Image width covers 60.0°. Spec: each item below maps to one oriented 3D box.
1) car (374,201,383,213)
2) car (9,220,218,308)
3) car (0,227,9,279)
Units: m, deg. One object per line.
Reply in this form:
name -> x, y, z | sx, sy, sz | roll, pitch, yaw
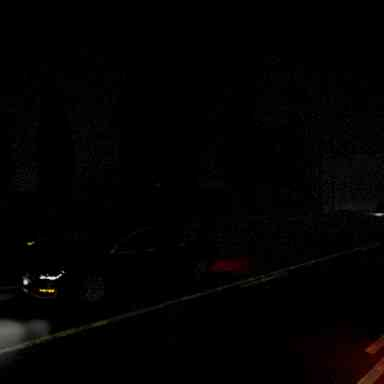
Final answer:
car -> 22.292, 1.731, 38.287 | 2.033, 1.411, 5.357 | 0, -1, 34
car -> -1.459, 1.507, 8.132 | 4.892, 1.490, 1.837 | 0, 0, -43
car -> -6.386, 1.527, 8.330 | 4.674, 1.442, 1.812 | 0, 0, -43
